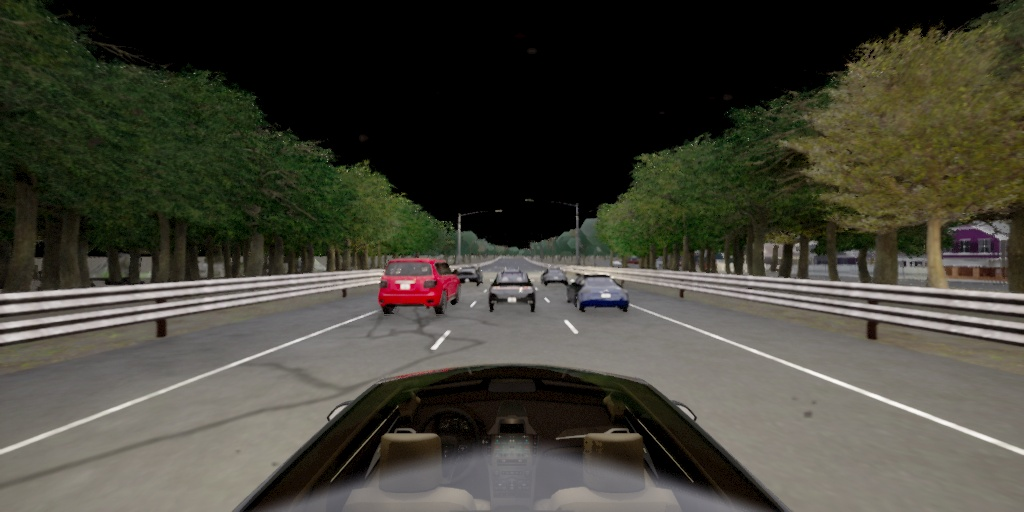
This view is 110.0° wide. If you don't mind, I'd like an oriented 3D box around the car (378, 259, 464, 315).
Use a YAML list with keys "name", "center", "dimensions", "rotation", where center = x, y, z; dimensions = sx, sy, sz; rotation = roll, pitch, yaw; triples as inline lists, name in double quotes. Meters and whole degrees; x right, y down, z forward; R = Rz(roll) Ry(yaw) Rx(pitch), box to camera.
- name: "car"
  center: [-3.491, 1.124, 14.438]
  dimensions: [2.150, 2.045, 5.566]
  rotation: [0, -1, 0]

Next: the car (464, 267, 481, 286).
- name: "car"
  center: [-3.482, 1.684, 30.405]
  dimensions: [1.837, 1.490, 4.892]
  rotation: [0, -1, 0]

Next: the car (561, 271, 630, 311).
- name: "car"
  center: [3.519, 1.477, 15.384]
  dimensions: [1.994, 1.385, 4.181]
  rotation: [0, -1, 0]

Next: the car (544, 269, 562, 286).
- name: "car"
  center: [3.516, 1.741, 30.384]
  dimensions: [1.994, 1.385, 4.181]
  rotation: [0, -1, 1]

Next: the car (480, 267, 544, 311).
- name: "car"
  center: [0.018, 1.406, 15.395]
  dimensions: [2.128, 1.511, 4.902]
  rotation: [0, -1, 0]
